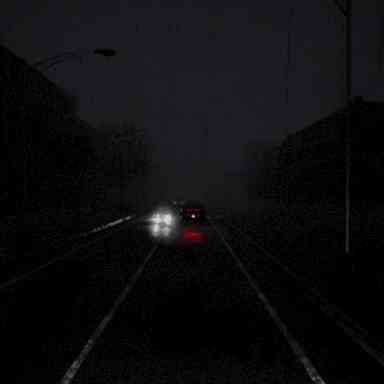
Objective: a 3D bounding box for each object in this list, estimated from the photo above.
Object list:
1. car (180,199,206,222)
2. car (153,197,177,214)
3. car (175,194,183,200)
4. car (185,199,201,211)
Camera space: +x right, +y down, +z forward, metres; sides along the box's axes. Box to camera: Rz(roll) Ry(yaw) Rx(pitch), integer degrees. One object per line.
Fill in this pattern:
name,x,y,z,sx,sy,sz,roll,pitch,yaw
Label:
car,0.092,1.550,27.043,1.837,1.490,4.892,0,0,0
car,-3.103,1.572,36.256,2.128,1.511,4.902,0,0,0
car,-3.022,1.203,77.862,1.882,1.535,5.008,0,0,0
car,0.088,1.662,43.037,1.994,1.385,4.181,0,0,0
